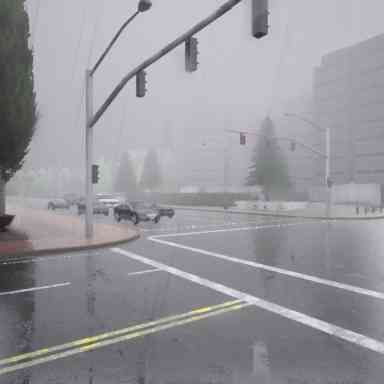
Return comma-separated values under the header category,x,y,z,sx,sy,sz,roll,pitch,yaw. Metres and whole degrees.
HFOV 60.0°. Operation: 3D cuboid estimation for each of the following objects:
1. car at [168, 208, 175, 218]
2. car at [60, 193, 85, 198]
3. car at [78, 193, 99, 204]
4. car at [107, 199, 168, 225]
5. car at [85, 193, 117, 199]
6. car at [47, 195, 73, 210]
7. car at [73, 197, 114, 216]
category,x,y,z,sx,sy,sz,roll,pitch,yaw
car,-3.420,1.601,29.367,1.895,1.301,4.718,0,0,-36
car,-18.671,1.212,50.669,2.150,2.045,5.566,0,1,-36
car,-20.404,1.221,65.377,2.150,2.045,5.566,0,0,-36
car,-4.108,1.492,24.339,2.128,1.511,4.902,0,0,-36
car,-10.240,1.224,38.871,2.150,2.045,5.566,0,0,-36
car,-16.996,1.526,42.298,1.812,1.442,4.674,0,0,-35
car,-9.526,1.505,31.870,1.837,1.490,4.892,0,0,-36
